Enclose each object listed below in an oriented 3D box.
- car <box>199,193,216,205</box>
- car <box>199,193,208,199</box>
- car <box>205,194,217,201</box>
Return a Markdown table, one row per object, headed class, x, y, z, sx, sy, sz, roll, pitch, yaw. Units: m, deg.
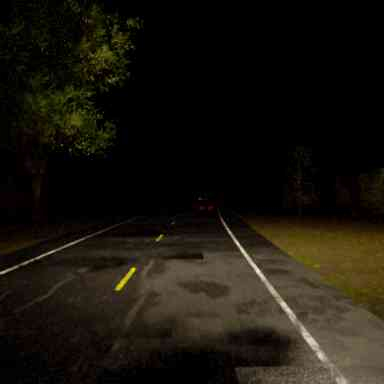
| class | x | y | z | sx | sy | sz | roll | pitch | yaw |
| --- | --- | --- | --- | --- | --- | --- | --- | --- | --- |
| car | 2.280 | 1.241 | 50.909 | 2.128 | 1.511 | 4.902 | 0 | 0 | 5 |
| car | 3.167 | 1.001 | 90.400 | 1.882 | 1.535 | 5.008 | 0 | 0 | 8 |
| car | 4.063 | 1.180 | 70.108 | 2.033 | 1.411 | 5.357 | 0 | 0 | 7 |
